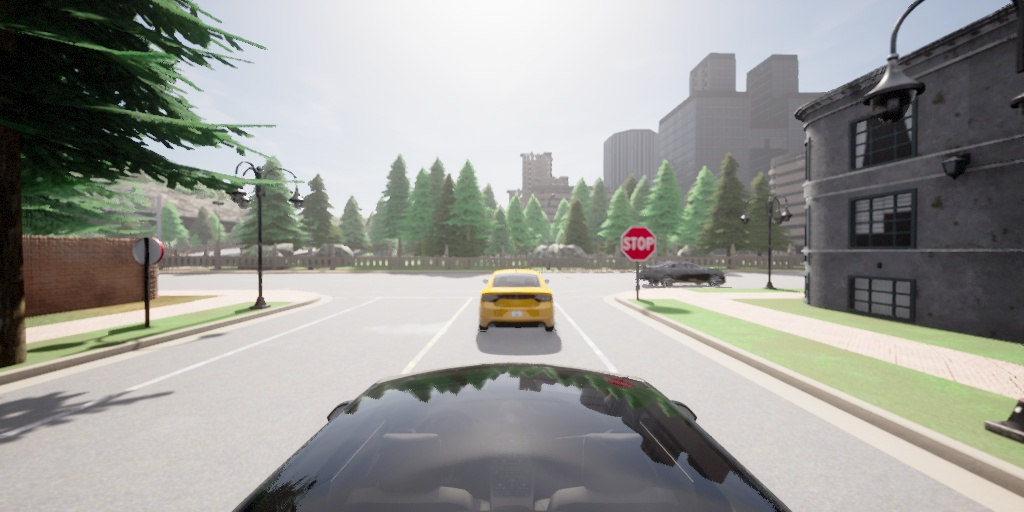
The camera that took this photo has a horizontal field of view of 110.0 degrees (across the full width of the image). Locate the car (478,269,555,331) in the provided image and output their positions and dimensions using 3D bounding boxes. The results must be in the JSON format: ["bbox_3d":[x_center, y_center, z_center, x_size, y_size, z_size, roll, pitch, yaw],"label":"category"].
[{"bbox_3d":[0.121,1.121,10.565,1.882,1.535,5.008,0,1,0],"label":"car"}]

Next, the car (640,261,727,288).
[{"bbox_3d":[10.199,1.044,21.428,4.902,1.511,2.128,0,1,-4],"label":"car"}]
